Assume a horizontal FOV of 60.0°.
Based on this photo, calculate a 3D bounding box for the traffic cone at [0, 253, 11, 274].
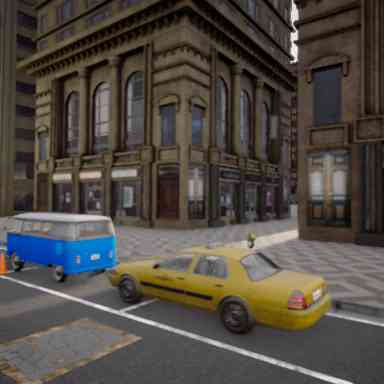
[{"bbox_3d":[-5.735,2.157,10.091,0.340,0.580,0.340,-1,-2,37],"label":"traffic cone"}]

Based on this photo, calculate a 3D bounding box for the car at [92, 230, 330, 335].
[{"bbox_3d":[0.225,1.692,6.928,4.829,1.417,1.752,-1,-1,37],"label":"car"}]

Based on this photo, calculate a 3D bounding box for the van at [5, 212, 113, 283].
[{"bbox_3d":[-4.120,1.555,10.190,3.998,1.788,1.690,-1,-1,37],"label":"van"}]
